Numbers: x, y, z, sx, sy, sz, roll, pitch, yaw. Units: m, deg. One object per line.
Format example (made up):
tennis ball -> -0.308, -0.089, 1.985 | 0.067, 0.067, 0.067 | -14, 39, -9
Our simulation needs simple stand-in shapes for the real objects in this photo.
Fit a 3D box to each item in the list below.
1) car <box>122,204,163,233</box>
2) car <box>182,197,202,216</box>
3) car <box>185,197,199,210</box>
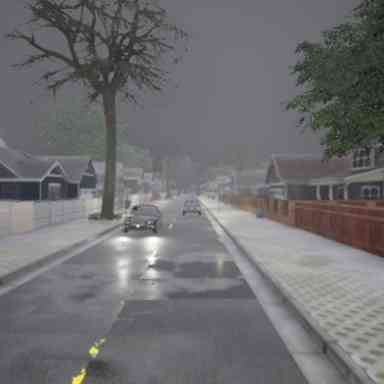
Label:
car -> -2.757, 1.495, 19.417 | 1.837, 1.490, 4.892 | 0, 0, 0
car -> 0.017, 1.502, 32.449 | 2.033, 1.411, 5.357 | 0, 0, 1
car -> 0.035, 1.441, 44.033 | 1.837, 1.490, 4.892 | 0, 1, 0
